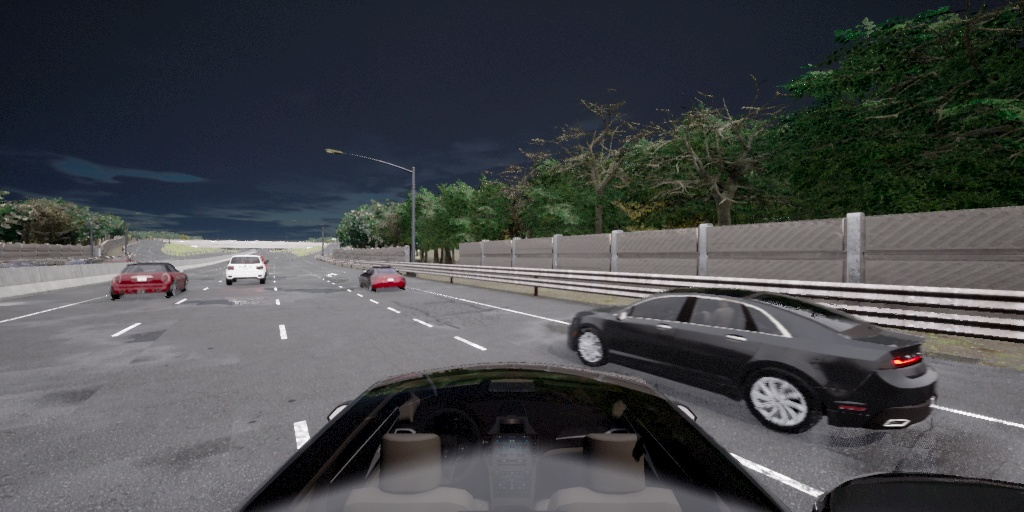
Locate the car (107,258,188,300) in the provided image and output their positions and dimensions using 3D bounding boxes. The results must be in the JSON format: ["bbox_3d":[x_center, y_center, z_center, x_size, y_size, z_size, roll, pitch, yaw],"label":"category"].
[{"bbox_3d":[-18.133,1.092,18.158,2.097,1.767,4.553,0,0,-34],"label":"car"}]

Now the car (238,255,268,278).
[{"bbox_3d":[-25.263,0.947,35.091,2.150,2.045,5.566,0,0,-34],"label":"car"}]

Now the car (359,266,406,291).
[{"bbox_3d":[-7.985,1.308,21.898,1.994,1.385,4.181,0,0,-34],"label":"car"}]

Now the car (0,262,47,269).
[{"bbox_3d":[-36.935,1.215,26.994,2.128,1.511,4.902,0,0,-34],"label":"car"}]

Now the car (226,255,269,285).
[{"bbox_3d":[-19.273,0.957,26.139,2.150,2.045,5.566,0,0,-34],"label":"car"}]

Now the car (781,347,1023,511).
[{"bbox_3d":[2.987,1.315,0.391,4.181,1.385,1.994,0,0,34],"label":"car"}]

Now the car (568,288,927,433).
[{"bbox_3d":[2.967,1.254,5.700,1.837,1.490,4.892,0,0,-34],"label":"car"}]
